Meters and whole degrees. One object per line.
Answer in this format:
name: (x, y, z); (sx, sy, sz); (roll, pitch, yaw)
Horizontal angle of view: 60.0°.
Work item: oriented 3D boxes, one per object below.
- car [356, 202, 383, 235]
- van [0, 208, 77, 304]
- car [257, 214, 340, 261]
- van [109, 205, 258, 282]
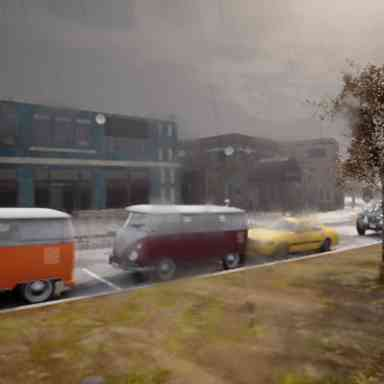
car: (12.442, 1.697, 21.145); (5.566, 2.045, 2.435); (2, 1, -44)
van: (-4.774, 1.313, 6.764); (4.442, 1.987, 1.878); (2, 1, -35)
car: (4.002, 1.717, 13.568); (5.366, 1.575, 1.946); (2, 1, -38)
van: (-0.284, 1.400, 10.100); (4.442, 1.987, 1.878); (2, 1, -40)
